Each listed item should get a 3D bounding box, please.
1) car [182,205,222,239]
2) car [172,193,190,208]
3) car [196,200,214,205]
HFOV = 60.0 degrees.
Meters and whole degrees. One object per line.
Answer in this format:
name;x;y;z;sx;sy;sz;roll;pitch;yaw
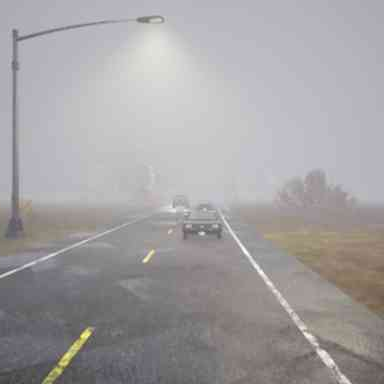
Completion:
car;0.536;1.602;17.440;1.895;1.301;4.718;0;0;2
car;-1.478;1.225;47.452;2.150;2.045;5.566;0;0;4
car;1.378;1.526;35.113;1.812;1.442;4.674;0;0;3
